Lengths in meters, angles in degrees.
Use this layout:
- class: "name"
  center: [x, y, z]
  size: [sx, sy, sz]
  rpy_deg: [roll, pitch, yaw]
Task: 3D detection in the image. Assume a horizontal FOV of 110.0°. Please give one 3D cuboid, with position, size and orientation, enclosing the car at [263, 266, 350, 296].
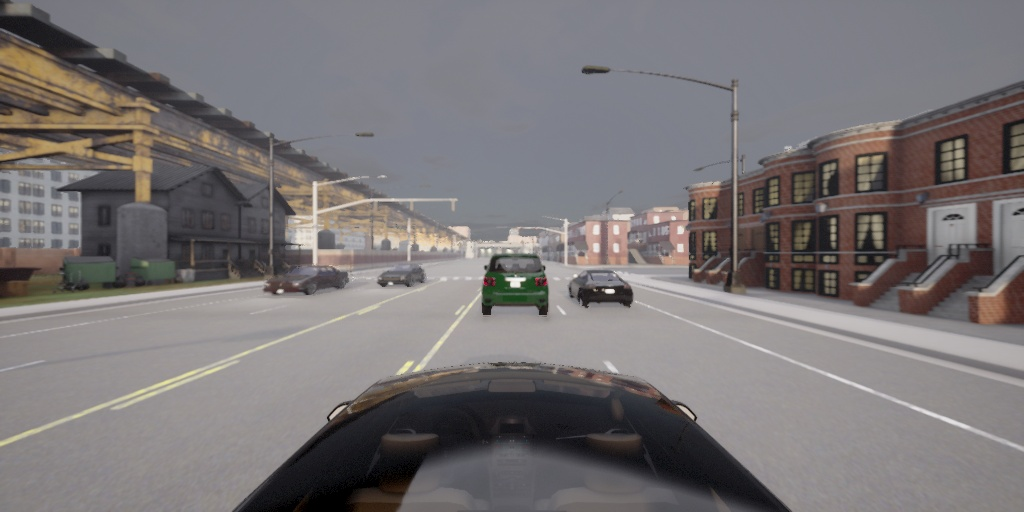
- class: "car"
  center: [-10.548, 1.215, 18.985]
  size: [2.033, 1.411, 5.357]
  rpy_deg: [0, 0, 0]

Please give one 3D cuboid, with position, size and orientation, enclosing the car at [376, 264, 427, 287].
- class: "car"
  center: [-7.005, 1.198, 23.434]
  size: [2.033, 1.411, 5.357]
  rpy_deg: [0, 0, 1]

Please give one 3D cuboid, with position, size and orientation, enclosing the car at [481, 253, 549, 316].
- class: "car"
  center: [0.105, 0.921, 13.247]
  size: [2.150, 2.045, 5.566]
  rpy_deg: [0, 0, 0]

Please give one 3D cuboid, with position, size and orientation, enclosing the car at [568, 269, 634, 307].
- class: "car"
  center: [3.616, 1.257, 15.239]
  size: [1.994, 1.385, 4.181]
  rpy_deg: [0, 0, 0]
